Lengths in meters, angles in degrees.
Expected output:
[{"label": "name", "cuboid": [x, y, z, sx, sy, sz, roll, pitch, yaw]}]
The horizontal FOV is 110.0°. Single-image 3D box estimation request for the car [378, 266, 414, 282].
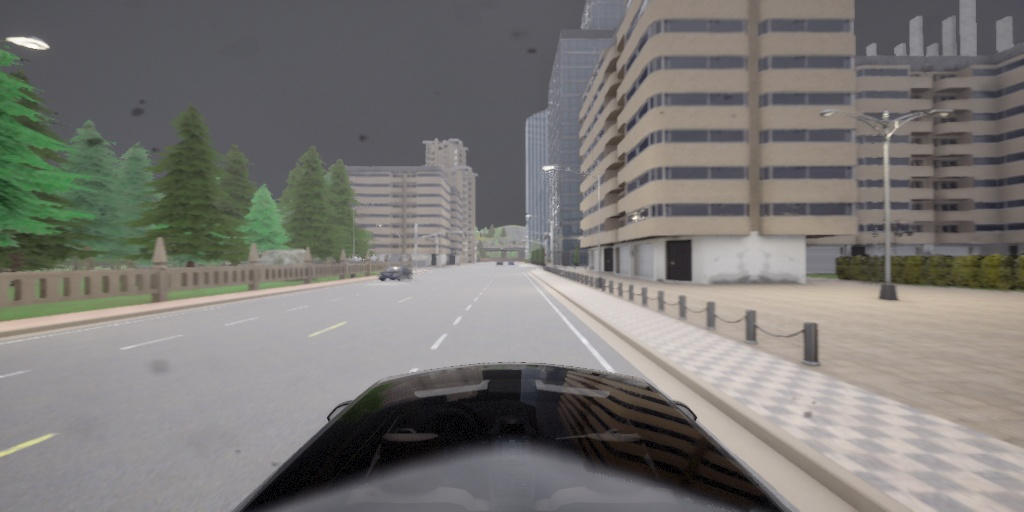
[{"label": "car", "cuboid": [-10.560, 1.587, 33.076, 2.033, 1.411, 5.357, 0, 0, 0]}]
